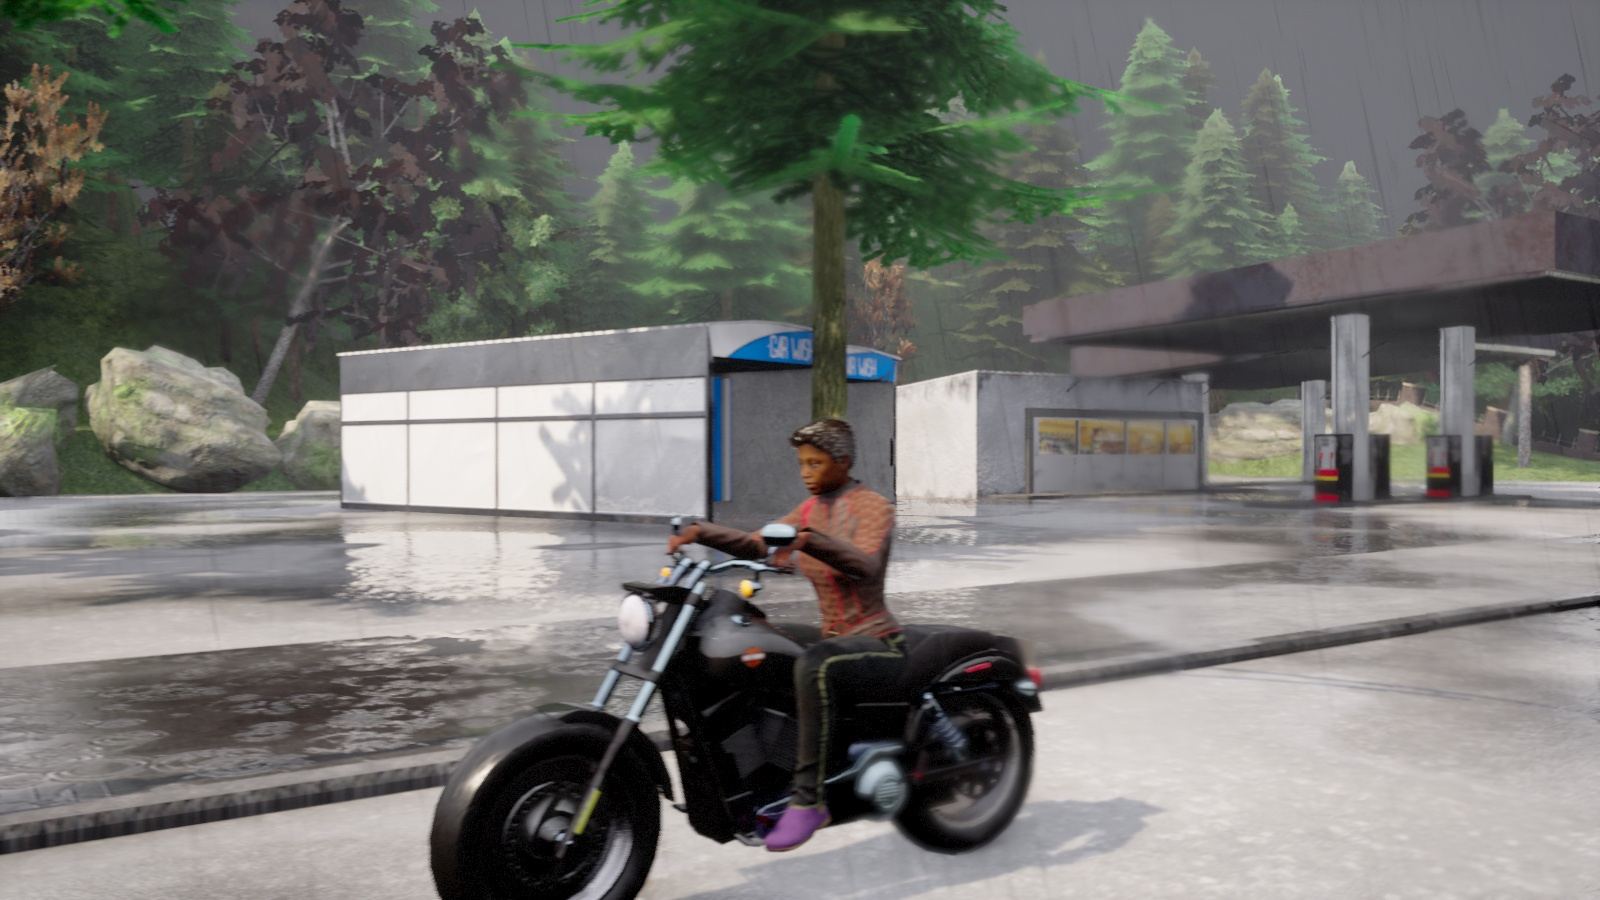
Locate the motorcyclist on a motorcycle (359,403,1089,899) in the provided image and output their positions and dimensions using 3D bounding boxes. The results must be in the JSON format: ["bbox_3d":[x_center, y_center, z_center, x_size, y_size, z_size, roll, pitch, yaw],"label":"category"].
[{"bbox_3d":[-0.148,0.698,4.165,2.350,1.649,0.766,0,0,-35],"label":"motorcyclist on a motorcycle"}]
